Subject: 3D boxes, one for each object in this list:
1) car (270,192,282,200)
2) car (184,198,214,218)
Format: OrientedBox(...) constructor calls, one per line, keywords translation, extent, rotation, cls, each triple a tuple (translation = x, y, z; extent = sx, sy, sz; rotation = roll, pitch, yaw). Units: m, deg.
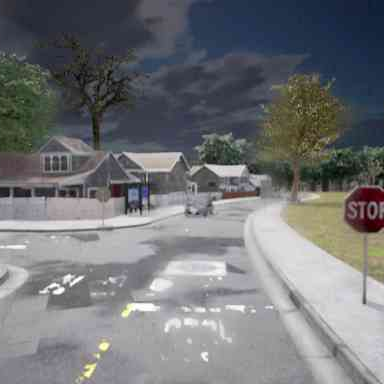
OrientedBox(translation=(16.734, 0.759, 67.528), extent=(2.033, 1.411, 5.357), rotation=(1, 1, 31), cls="car")
OrientedBox(translation=(0.664, 1.311, 28.535), extent=(2.128, 1.511, 4.902), rotation=(0, 1, 13), cls="car")
